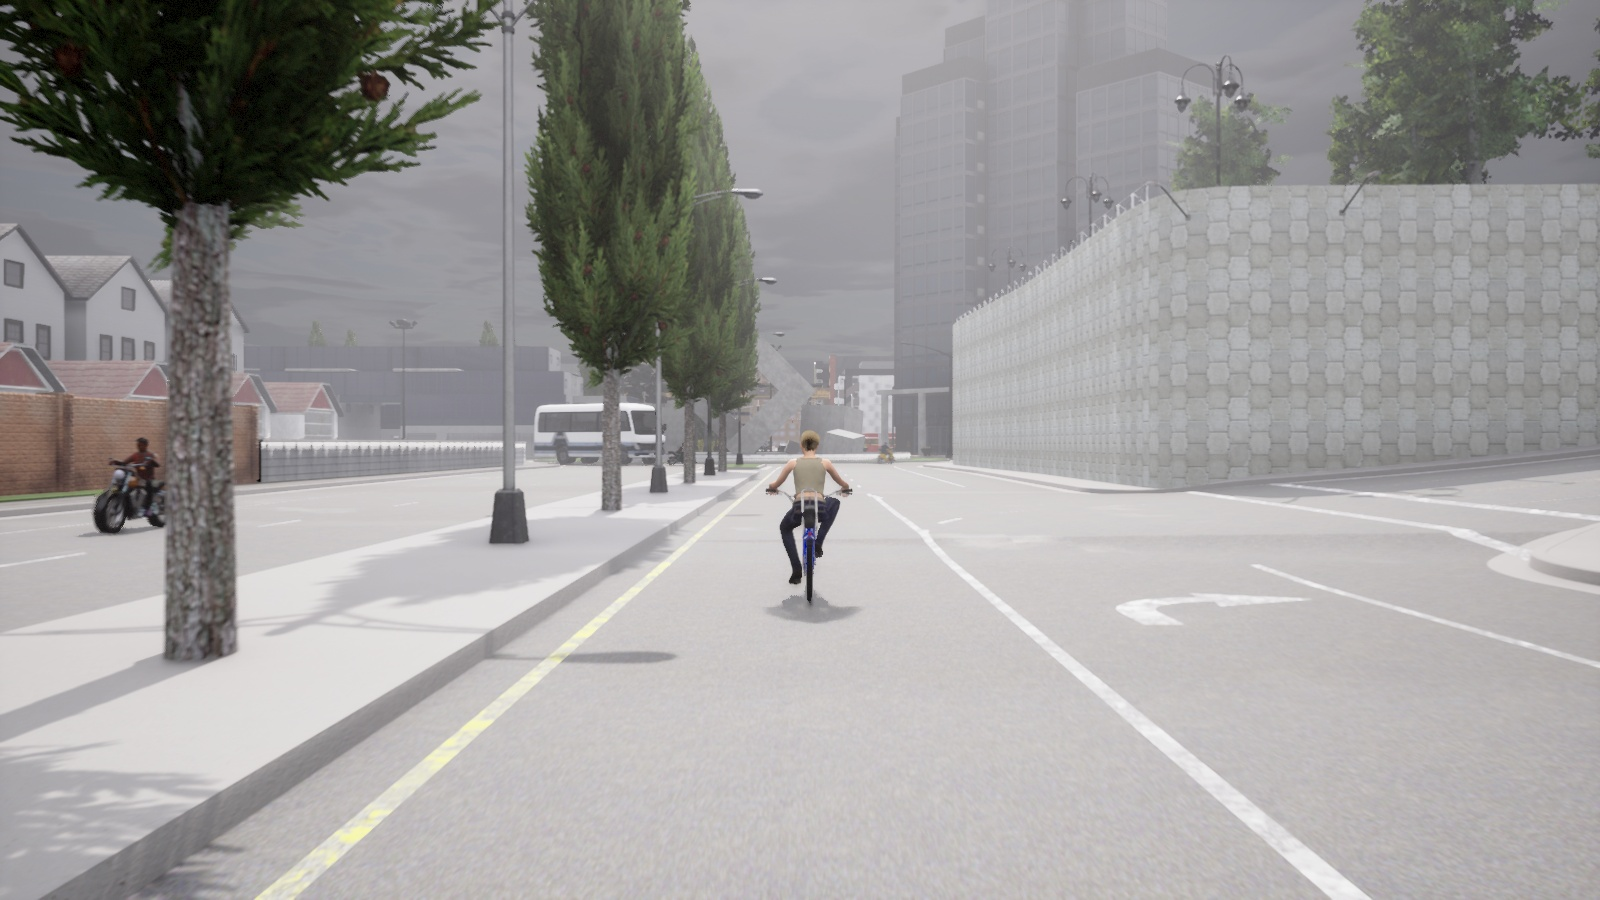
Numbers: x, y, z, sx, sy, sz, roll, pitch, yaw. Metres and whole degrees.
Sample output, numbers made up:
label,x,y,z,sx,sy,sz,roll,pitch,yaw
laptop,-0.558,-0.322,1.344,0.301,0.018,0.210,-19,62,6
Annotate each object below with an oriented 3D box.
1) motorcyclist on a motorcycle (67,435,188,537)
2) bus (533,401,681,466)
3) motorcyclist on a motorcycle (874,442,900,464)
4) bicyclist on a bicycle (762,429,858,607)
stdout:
label,x,y,z,sx,sy,sz,roll,pitch,yaw
motorcyclist on a motorcycle,-11.364,0.568,21.324,0.766,1.649,2.350,0,0,0
bus,-13.518,-1.134,87.432,10.273,4.253,3.944,0,1,35
motorcyclist on a motorcycle,6.119,0.207,88.395,1.817,1.590,0.866,0,1,-45
bicyclist on a bicycle,0.090,0.615,12.159,0.866,1.612,1.509,0,0,0
